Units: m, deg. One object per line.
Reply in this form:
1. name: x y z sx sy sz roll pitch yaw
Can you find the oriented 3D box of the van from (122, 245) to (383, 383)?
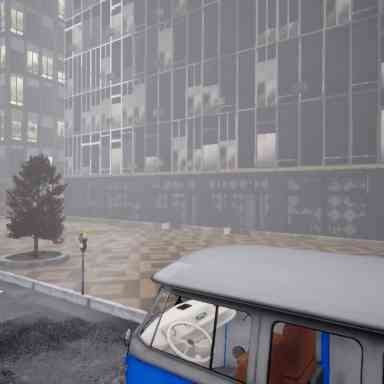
1. van: 1.332 1.341 1.918 3.998 1.788 1.690 0 0 35
